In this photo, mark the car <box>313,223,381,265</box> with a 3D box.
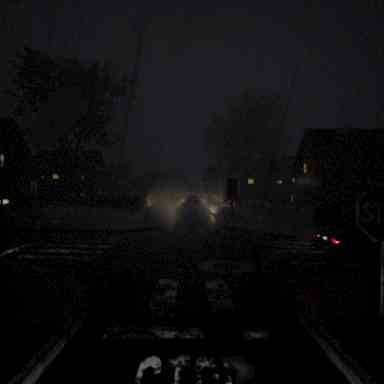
[{"bbox_3d":[7.245,1.754,11.931,5.357,1.411,2.033,2,1,-3],"label":"car"}]

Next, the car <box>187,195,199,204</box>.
[{"bbox_3d":[0.146,1.280,56.268,1.882,1.535,5.008,0,0,0],"label":"car"}]
